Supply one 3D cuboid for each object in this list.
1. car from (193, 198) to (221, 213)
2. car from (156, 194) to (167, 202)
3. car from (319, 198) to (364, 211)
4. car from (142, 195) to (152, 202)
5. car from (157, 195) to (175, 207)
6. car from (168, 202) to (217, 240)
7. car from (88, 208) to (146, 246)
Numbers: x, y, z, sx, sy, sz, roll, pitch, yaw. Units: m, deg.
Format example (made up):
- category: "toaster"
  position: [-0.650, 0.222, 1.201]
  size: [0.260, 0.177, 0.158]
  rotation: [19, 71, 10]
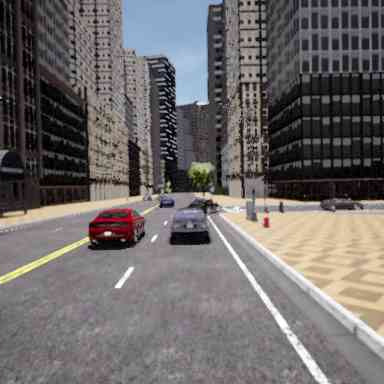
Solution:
- category: "car"
  position: [1.360, 1.434, 33.844]
  size: [1.837, 1.490, 4.892]
  rotation: [-4, -2, 24]
- category: "car"
  position: [-7.059, 1.356, 76.529]
  size: [2.128, 1.511, 4.902]
  rotation: [-1, 0, 0]
- category: "car"
  position: [15.612, 1.302, 34.847]
  size: [4.403, 1.369, 2.008]
  rotation: [-1, 1, -1]
- category: "car"
  position: [-10.308, 1.434, 76.510]
  size: [2.128, 1.511, 4.902]
  rotation: [-1, 0, 0]
- category: "car"
  position: [-3.544, 1.415, 48.156]
  size: [1.994, 1.385, 4.181]
  rotation: [-1, 0, 0]
- category: "car"
  position: [-0.104, 1.476, 16.601]
  size: [2.033, 1.411, 5.357]
  rotation: [-1, 0, 0]
- category: "car"
  position: [-3.347, 1.487, 15.628]
  size: [1.882, 1.535, 5.008]
  rotation: [-1, 0, 0]
